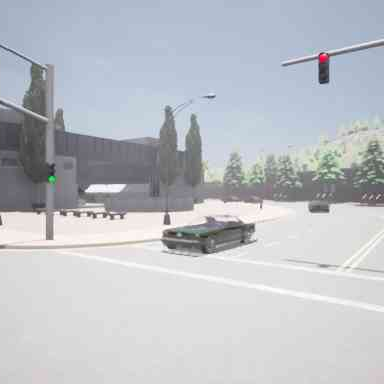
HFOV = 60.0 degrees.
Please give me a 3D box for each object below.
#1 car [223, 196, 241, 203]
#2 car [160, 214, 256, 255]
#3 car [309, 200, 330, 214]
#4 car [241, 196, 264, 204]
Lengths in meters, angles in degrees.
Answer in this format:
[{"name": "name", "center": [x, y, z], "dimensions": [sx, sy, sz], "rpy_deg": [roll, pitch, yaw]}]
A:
[{"name": "car", "center": [8.369, 1.520, 69.457], "dimensions": [1.812, 1.442, 4.674], "rpy_deg": [0, 0, -34]}, {"name": "car", "center": [0.822, 1.600, 13.607], "dimensions": [1.895, 1.301, 4.718], "rpy_deg": [0, 0, 36]}, {"name": "car", "center": [13.822, 1.600, 36.174], "dimensions": [1.895, 1.301, 4.718], "rpy_deg": [0, 0, 16]}, {"name": "car", "center": [11.708, 1.523, 62.944], "dimensions": [1.812, 1.442, 4.674], "rpy_deg": [0, 0, -23]}]
